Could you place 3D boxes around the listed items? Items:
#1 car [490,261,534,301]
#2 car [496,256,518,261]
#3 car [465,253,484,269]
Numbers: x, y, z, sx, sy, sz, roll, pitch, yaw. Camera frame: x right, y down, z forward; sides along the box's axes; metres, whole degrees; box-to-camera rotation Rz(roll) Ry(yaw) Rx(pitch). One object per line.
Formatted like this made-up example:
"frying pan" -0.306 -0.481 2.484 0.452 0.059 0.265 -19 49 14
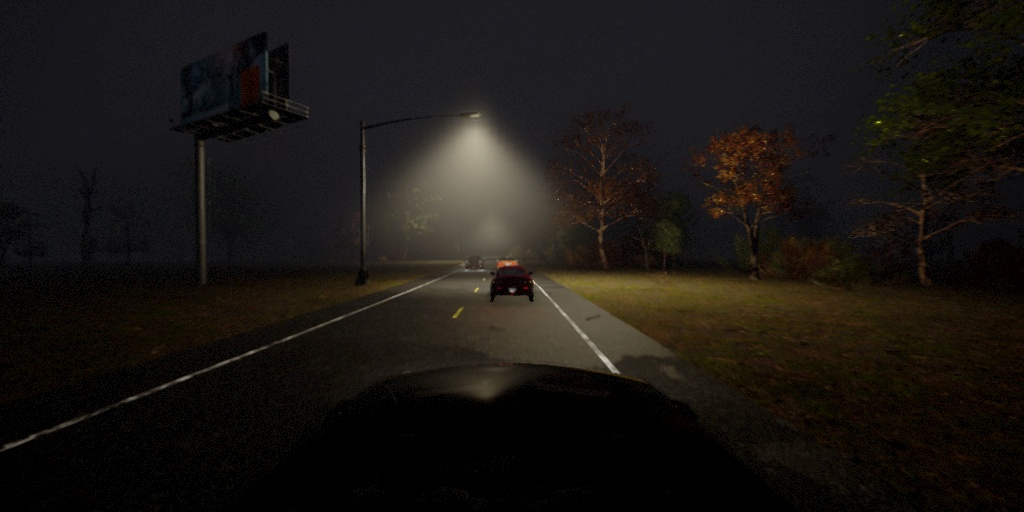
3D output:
"car" -0.018 1.130 16.235 1.812 1.442 4.674 0 1 -1
"car" -0.474 0.757 34.944 2.097 1.767 4.553 0 1 -2
"car" -4.461 0.672 43.349 2.097 1.767 4.553 0 1 -2
